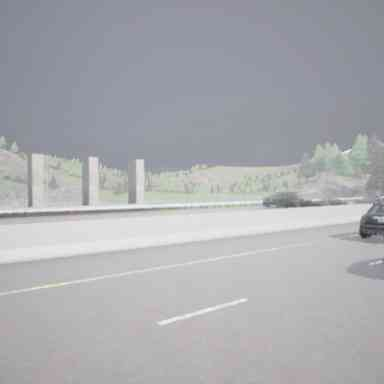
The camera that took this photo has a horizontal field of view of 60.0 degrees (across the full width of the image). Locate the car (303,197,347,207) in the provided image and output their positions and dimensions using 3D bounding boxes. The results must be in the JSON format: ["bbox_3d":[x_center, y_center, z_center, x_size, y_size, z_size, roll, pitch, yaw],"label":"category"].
[{"bbox_3d":[15.162,1.291,37.004,5.357,1.411,2.033,-1,0,-37],"label":"car"}]

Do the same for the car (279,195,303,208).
[{"bbox_3d":[12.963,1.348,39.728,4.718,1.301,1.895,-1,0,-37],"label":"car"}]

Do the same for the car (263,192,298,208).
[{"bbox_3d":[11.612,0.963,43.082,5.566,2.045,2.150,-1,0,-37],"label":"car"}]

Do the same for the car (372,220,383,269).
[{"bbox_3d":[6.880,1.482,8.816,4.181,1.385,1.994,-1,0,-36],"label":"car"}]

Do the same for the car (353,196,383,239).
[{"bbox_3d":[9.664,1.224,15.233,4.553,1.767,2.097,-1,0,-37],"label":"car"}]
